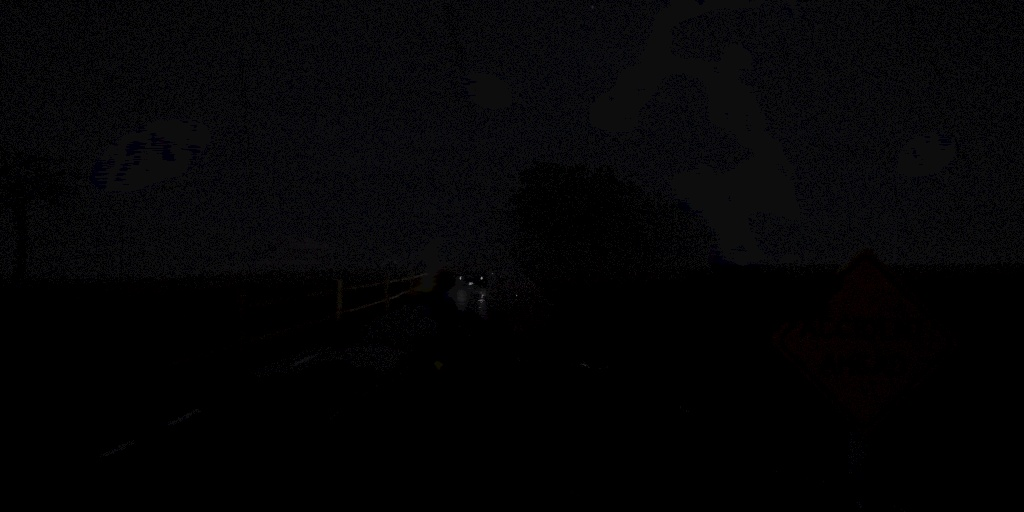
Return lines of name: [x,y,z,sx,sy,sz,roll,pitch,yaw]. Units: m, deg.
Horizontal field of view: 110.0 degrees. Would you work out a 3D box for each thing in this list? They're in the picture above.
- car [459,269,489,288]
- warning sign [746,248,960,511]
car: [-2.845,1.668,27.448,1.895,1.301,4.718,0,-1,0]
warning sign: [2.450,0.875,2.539,1.300,1.860,1.060,0,0,0]
